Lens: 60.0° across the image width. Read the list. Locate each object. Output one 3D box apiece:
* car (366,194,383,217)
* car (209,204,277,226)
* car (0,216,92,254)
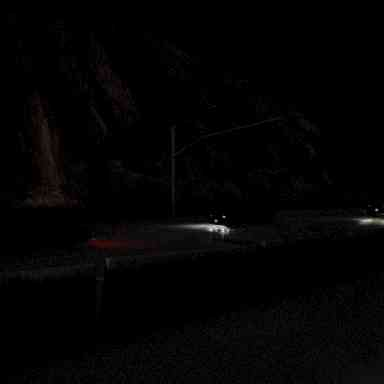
[{"bbox_3d":[17.879,1.155,29.800,5.566,2.045,2.150,0,0,-36],"label":"car"},{"bbox_3d":[3.769,1.544,23.927,5.357,1.411,2.033,0,0,-36],"label":"car"},{"bbox_3d":[-6.338,1.601,12.364,4.718,1.301,1.895,0,0,-35],"label":"car"}]
